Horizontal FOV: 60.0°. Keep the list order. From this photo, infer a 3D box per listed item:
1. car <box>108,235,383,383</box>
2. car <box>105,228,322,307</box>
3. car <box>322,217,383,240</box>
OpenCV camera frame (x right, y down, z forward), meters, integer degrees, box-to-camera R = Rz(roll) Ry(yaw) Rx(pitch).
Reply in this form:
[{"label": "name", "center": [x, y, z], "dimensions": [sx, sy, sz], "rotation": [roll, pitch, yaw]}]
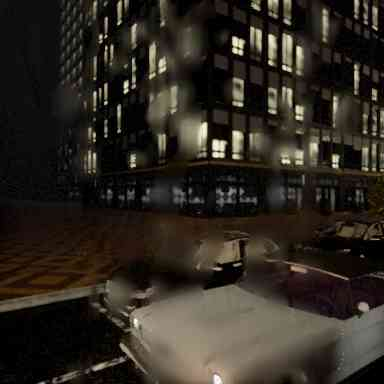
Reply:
[{"label": "car", "center": [1.522, 1.573, 4.472], "dimensions": [4.718, 1.301, 1.895], "rotation": [-1, 0, -36]}, {"label": "car", "center": [0.434, 1.520, 6.864], "dimensions": [4.403, 1.369, 2.008], "rotation": [-1, 1, -36]}, {"label": "car", "center": [5.034, 1.477, 10.157], "dimensions": [4.403, 1.369, 2.008], "rotation": [-1, 1, -36]}]
